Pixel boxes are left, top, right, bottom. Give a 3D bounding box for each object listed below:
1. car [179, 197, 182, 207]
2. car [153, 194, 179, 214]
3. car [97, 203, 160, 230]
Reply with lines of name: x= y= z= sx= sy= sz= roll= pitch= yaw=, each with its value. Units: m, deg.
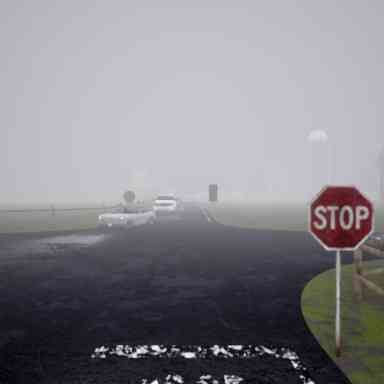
car: x=-2.803 y=1.598 z=49.572 sx=1.812 sy=1.442 sz=4.674 roll=0 pitch=0 yaw=0
car: x=-2.832 y=1.262 z=35.701 sx=2.150 sy=2.045 sz=5.566 roll=0 pitch=-1 yaw=0
car: x=-4.072 y=1.611 z=21.458 sx=1.895 sy=1.301 sz=4.718 roll=0 pitch=0 yaw=18
